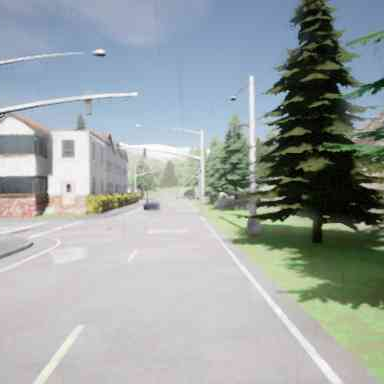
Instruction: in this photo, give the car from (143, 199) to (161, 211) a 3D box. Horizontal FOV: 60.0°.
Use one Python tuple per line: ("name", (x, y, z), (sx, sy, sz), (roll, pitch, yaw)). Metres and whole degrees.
("car", (-4.909, 1.573, 40.890), (1.895, 1.301, 4.718), (-1, 0, -2))
